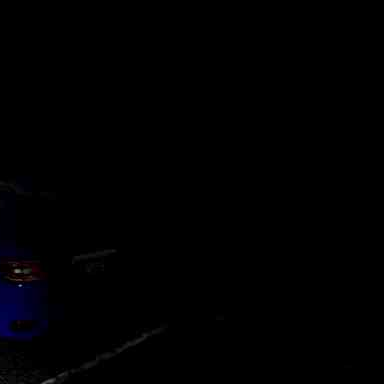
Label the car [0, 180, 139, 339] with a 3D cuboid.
[{"bbox_3d":[-3.359,0.777,5.680,5.566,2.045,2.435,7,4,36],"label":"car"}]
